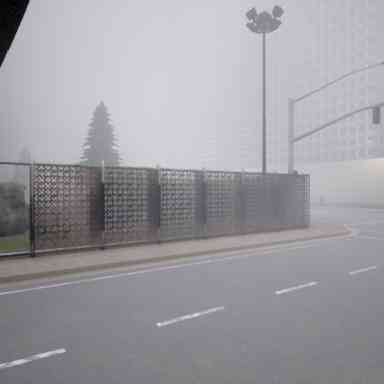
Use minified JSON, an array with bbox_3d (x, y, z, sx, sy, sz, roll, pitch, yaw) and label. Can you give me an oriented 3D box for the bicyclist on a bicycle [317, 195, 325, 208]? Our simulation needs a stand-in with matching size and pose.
[{"bbox_3d":[16.614,1.200,42.838,1.656,1.620,0.582,0,0,-35],"label":"bicyclist on a bicycle"}]
